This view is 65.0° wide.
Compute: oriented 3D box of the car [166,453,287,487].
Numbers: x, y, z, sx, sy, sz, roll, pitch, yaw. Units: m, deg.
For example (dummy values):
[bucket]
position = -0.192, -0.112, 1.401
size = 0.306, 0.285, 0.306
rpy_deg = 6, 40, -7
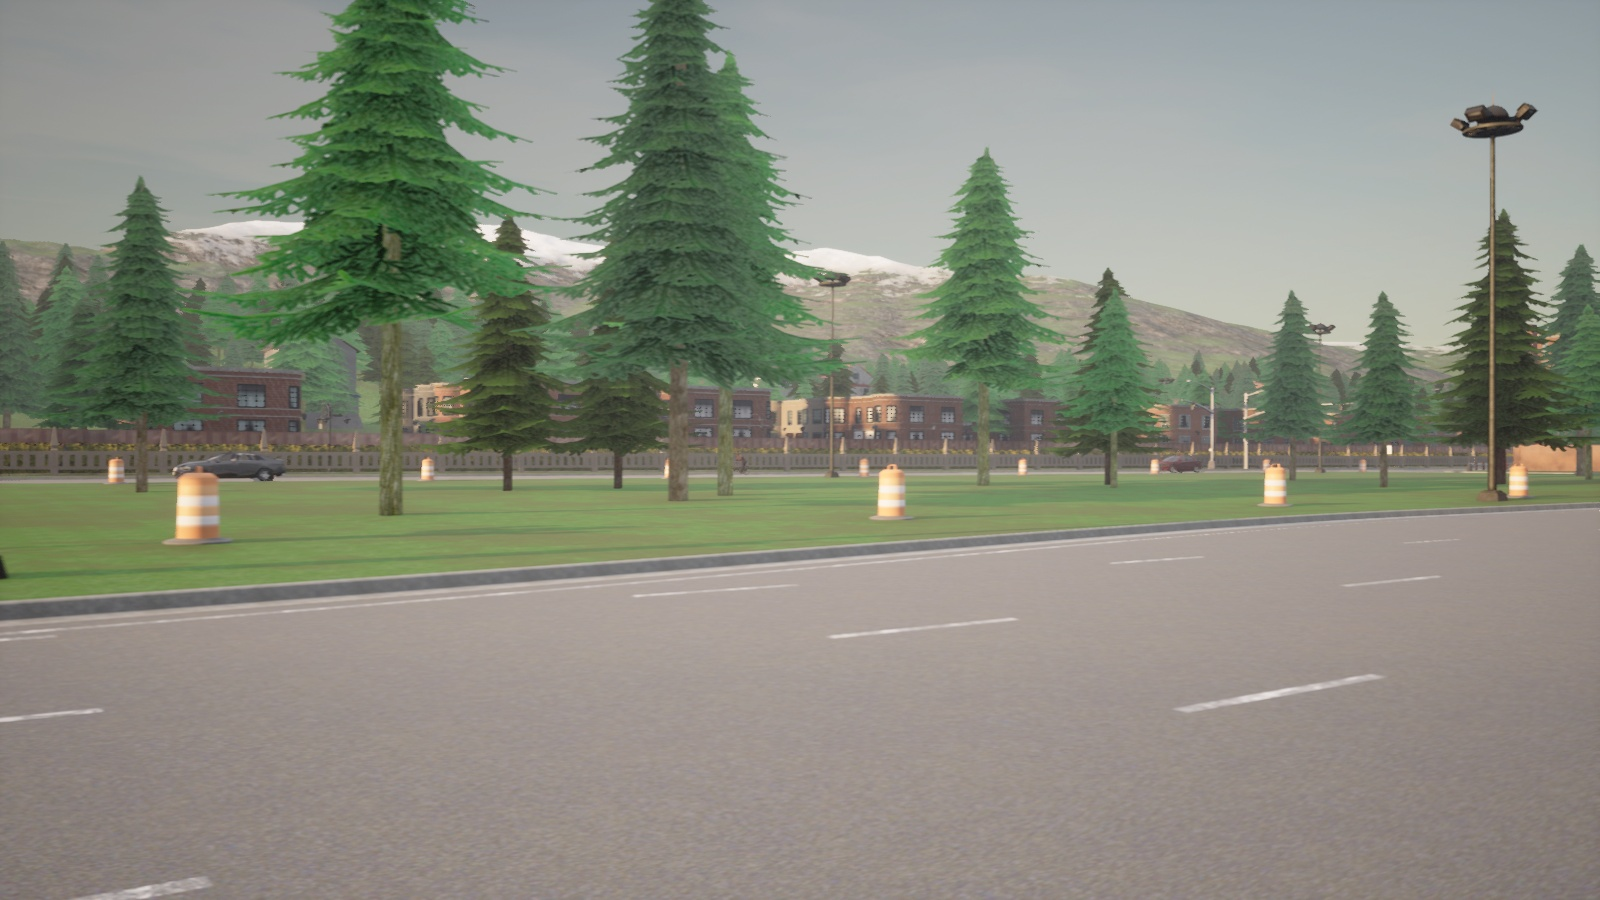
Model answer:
[car]
position = -27.186, 0.922, 59.611
size = 4.902, 1.511, 2.128
rpy_deg = 0, 0, -35
